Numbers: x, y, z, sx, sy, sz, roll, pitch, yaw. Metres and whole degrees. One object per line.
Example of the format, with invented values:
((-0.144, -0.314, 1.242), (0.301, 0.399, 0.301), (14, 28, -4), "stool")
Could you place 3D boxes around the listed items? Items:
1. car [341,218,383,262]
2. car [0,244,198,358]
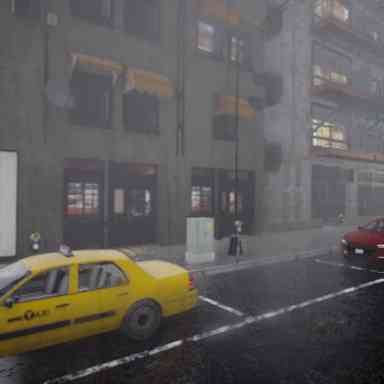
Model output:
((6.964, 1.582, 11.514), (4.507, 1.381, 1.887), (0, 0, -35), "car")
((-2.169, 1.529, 5.002), (4.829, 1.417, 1.752), (0, 0, -35), "car")
